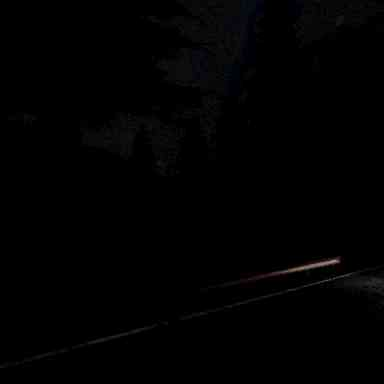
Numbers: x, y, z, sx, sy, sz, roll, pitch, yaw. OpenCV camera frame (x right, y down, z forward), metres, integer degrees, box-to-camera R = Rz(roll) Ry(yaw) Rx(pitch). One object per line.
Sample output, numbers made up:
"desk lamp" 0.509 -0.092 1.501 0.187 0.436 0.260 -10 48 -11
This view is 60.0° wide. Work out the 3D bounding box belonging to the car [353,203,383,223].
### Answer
"car" 13.698 1.579 25.755 1.994 1.385 4.181 0 0 -36
